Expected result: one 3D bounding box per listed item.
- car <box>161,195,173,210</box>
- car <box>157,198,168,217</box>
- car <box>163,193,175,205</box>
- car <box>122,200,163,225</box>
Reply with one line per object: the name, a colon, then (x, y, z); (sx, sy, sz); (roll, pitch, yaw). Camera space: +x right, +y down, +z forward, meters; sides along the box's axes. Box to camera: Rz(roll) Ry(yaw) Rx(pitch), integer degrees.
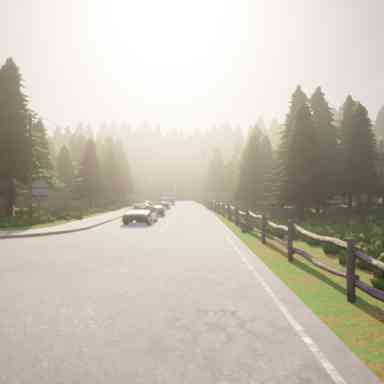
car: (-3.841, 1.509, 43.289); (1.837, 1.490, 4.892); (0, 0, -2)
car: (-3.538, 1.562, 31.042); (1.994, 1.385, 4.181); (0, 0, -2)
car: (-4.148, 1.228, 57.363); (2.150, 2.045, 5.566); (0, 0, -2)
car: (-3.650, 1.546, 24.295); (2.033, 1.411, 5.357); (0, 0, 2)
